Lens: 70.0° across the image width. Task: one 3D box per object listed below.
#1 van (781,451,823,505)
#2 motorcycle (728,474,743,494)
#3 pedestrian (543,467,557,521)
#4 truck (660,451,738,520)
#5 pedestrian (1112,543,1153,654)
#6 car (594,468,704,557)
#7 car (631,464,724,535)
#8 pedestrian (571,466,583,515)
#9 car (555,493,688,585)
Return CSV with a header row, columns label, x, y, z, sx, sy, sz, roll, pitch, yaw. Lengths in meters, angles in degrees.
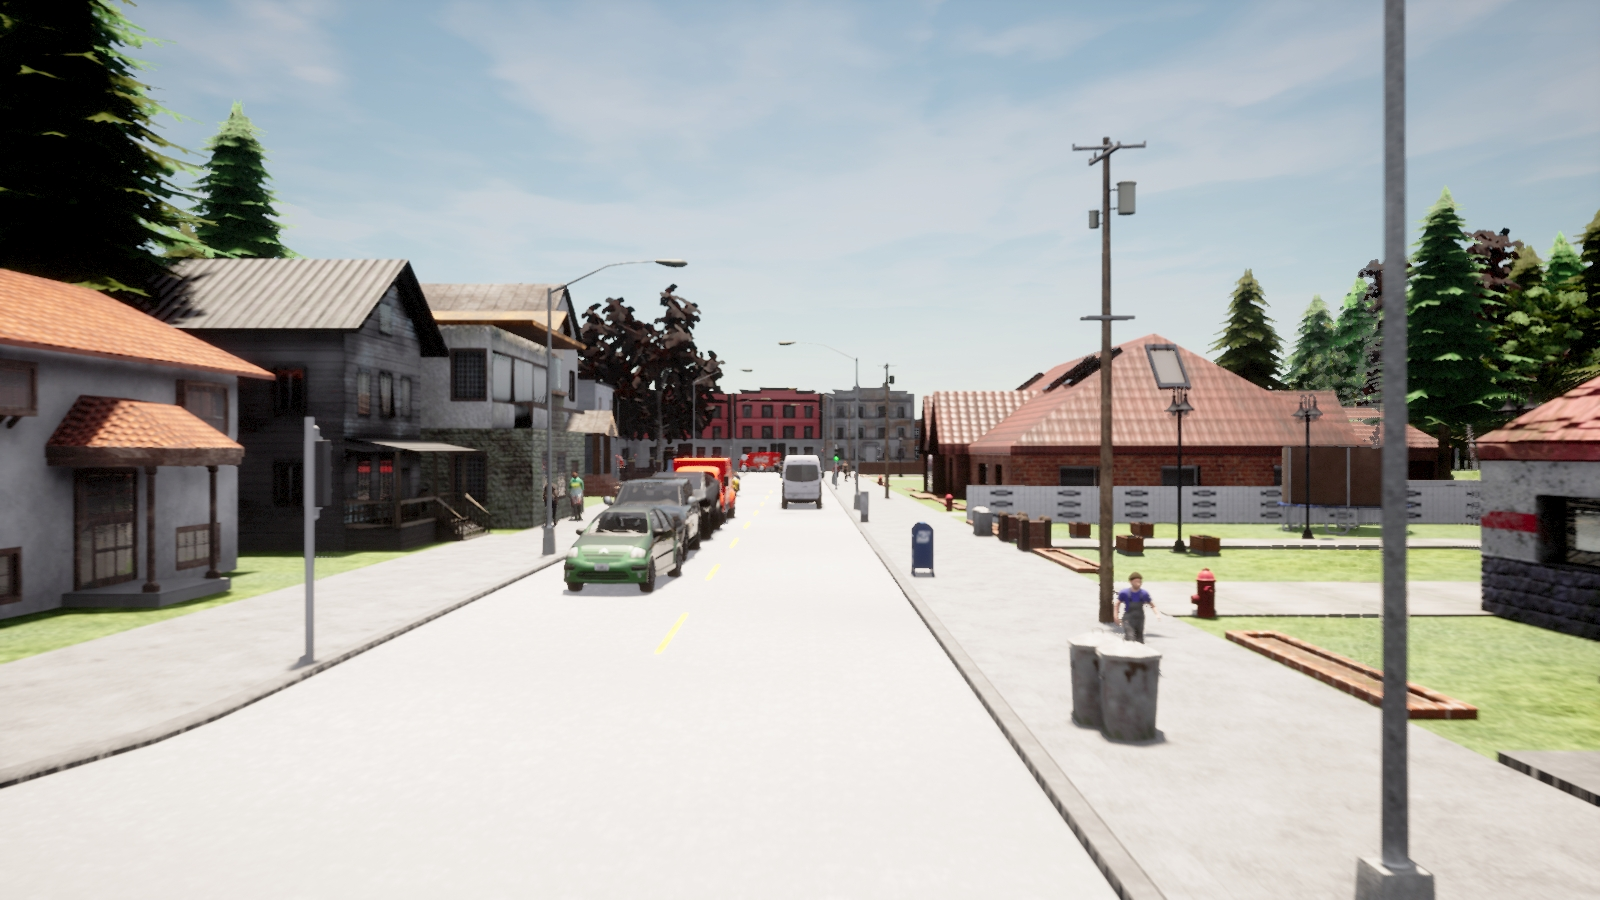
label,x,y,z,sx,sy,sz,roll,pitch,yaw
van,0.085,1.318,57.191,1.988,2.561,5.915,0,0,0
motorcycle,-3.844,1.997,68.164,0.803,1.145,2.033,0,-1,1
pedestrian,-8.669,1.527,39.686,0.375,1.860,0.375,0,0,8
truck,-3.924,1.329,45.416,2.627,2.467,5.204,0,1,0
pedestrian,4.048,1.804,13.913,0.375,1.300,0.375,0,0,-3
car,-3.897,1.561,30.503,2.150,2.045,5.566,0,0,1
car,-3.925,1.535,37.914,2.390,2.098,6.274,0,0,0
pedestrian,-8.525,1.526,43.638,0.375,1.860,0.375,0,0,2
car,-3.623,1.781,23.902,1.851,1.617,3.988,0,0,5
